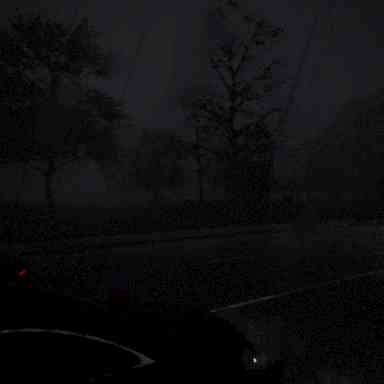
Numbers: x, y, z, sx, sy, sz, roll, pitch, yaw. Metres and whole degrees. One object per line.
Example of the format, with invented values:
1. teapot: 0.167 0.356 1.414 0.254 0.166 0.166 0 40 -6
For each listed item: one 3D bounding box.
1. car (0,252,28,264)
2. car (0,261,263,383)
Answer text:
1. car: -4.931 1.494 4.649 4.892 1.490 1.837 0 0 -35
2. car: -1.567 1.498 2.507 4.892 1.490 1.837 0 0 -35
